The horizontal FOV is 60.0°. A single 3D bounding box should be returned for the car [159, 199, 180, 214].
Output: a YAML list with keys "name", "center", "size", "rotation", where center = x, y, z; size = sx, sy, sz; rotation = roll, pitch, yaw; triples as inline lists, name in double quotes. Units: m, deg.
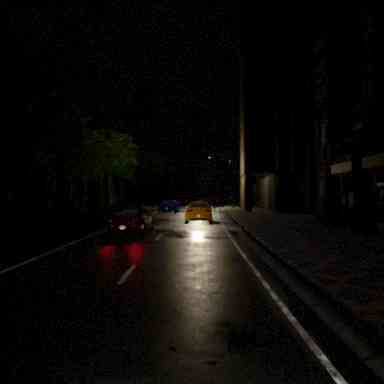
- name: "car"
  center: [-2.381, 1.531, 35.961]
  size: [1.882, 1.535, 5.008]
  rotation: [0, 0, 4]

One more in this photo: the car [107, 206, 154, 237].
- name: "car"
  center: [-3.197, 1.492, 17.850]
  size: [1.812, 1.442, 4.674]
  rotation: [0, 0, 1]

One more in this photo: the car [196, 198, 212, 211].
- name: "car"
  center: [1.656, 1.605, 43.398]
  size: [1.882, 1.535, 5.008]
  rotation: [0, -1, 4]

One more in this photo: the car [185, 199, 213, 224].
- name: "car"
  center: [0.541, 1.464, 24.914]
  size: [1.882, 1.535, 5.008]
  rotation: [0, 0, 2]
